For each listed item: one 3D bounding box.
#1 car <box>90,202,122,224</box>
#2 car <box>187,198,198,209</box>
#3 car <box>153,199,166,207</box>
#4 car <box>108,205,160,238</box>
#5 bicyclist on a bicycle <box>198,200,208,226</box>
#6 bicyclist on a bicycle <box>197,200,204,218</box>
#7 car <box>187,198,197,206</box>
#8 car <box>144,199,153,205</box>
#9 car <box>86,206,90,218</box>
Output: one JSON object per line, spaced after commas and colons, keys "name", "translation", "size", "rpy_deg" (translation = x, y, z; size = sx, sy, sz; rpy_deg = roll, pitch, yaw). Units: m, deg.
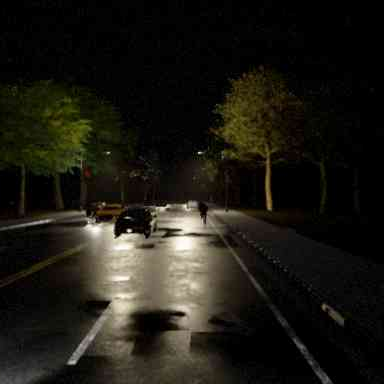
{"name": "car", "translation": [-6.582, 1.779, 27.704], "size": [1.882, 1.535, 5.008], "rpy_deg": [0, -1, 0]}
{"name": "car", "translation": [0.132, 2.189, 58.541], "size": [1.812, 1.442, 4.674], "rpy_deg": [0, -1, 0]}
{"name": "car", "translation": [-6.462, 2.293, 69.150], "size": [1.837, 1.490, 4.892], "rpy_deg": [0, -1, 0]}
{"name": "car", "translation": [-3.141, 1.713, 19.102], "size": [1.837, 1.490, 4.892], "rpy_deg": [0, -1, 0]}
{"name": "bicyclist on a bicycle", "translation": [0.904, 1.640, 24.781], "size": [0.659, 1.776, 1.843], "rpy_deg": [0, 0, 0]}
{"name": "bicyclist on a bicycle", "translation": [0.910, 1.752, 34.897], "size": [0.659, 1.776, 1.843], "rpy_deg": [0, 0, 0]}
{"name": "car", "translation": [0.041, 2.210, 73.485], "size": [2.097, 1.767, 4.553], "rpy_deg": [0, -1, 0]}
{"name": "car", "translation": [-9.708, 2.342, 75.953], "size": [2.033, 1.411, 5.357], "rpy_deg": [0, -1, 0]}
{"name": "car", "translation": [-9.824, 1.879, 35.502], "size": [2.128, 1.511, 4.902], "rpy_deg": [0, -1, 0]}
